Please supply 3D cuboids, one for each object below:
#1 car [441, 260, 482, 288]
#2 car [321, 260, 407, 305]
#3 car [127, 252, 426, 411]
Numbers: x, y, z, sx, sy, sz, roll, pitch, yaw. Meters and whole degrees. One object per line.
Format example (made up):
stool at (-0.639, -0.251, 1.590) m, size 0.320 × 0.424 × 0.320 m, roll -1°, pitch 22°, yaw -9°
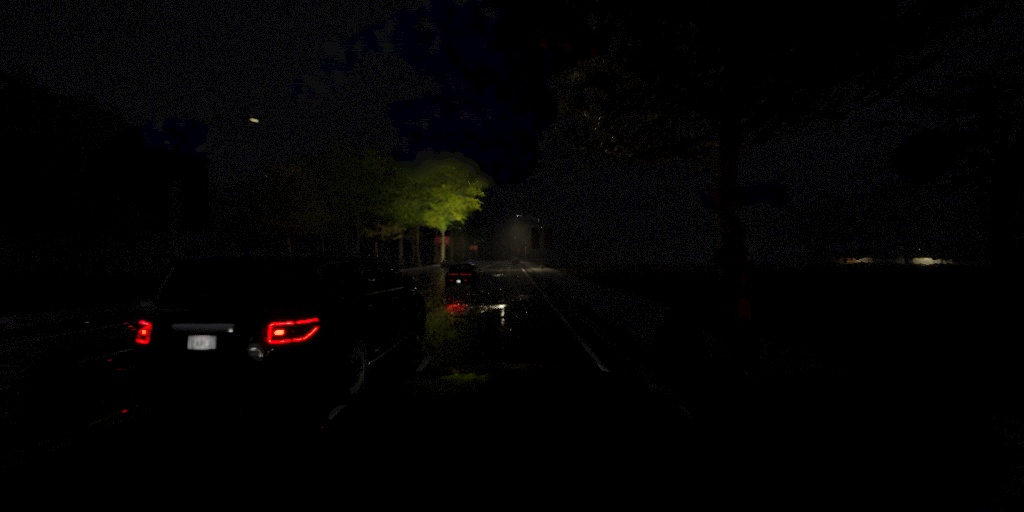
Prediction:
car at (-3.154, 1.246, 23.588) m, size 1.837 × 1.490 × 4.892 m, roll 0°, pitch 0°, yaw 0°
car at (-6.601, 1.094, 16.635) m, size 2.097 × 1.767 × 4.553 m, roll 0°, pitch 0°, yaw 0°
car at (-3.151, 0.968, 6.326) m, size 2.150 × 2.045 × 5.566 m, roll 0°, pitch 0°, yaw 0°
